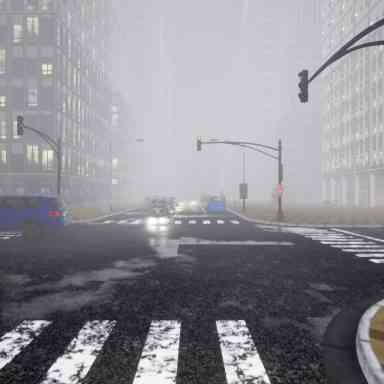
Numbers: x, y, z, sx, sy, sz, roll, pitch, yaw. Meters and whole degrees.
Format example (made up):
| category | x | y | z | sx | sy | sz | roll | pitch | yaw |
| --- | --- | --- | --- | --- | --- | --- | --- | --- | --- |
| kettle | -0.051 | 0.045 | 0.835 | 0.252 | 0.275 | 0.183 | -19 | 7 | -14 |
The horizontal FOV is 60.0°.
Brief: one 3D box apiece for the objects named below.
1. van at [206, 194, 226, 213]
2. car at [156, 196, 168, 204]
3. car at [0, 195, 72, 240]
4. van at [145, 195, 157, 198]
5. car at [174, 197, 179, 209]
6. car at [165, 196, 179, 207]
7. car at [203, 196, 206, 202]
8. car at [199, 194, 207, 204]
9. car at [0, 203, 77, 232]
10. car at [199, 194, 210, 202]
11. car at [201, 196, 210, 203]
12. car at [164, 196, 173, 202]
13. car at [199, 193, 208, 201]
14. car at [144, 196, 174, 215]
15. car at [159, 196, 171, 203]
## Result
| category | x | y | z | sx | sy | sz | roll | pitch | yaw |
| --- | --- | --- | --- | --- | --- | --- | --- | --- | --- |
| van | 2.722 | 1.341 | 35.886 | 1.690 | 1.788 | 3.998 | 0 | 0 | 0 |
| car | -5.639 | 1.564 | 63.618 | 1.947 | 1.339 | 4.313 | 0 | 0 | 0 |
| car | -8.936 | 1.177 | 16.347 | 5.566 | 2.045 | 2.150 | 1 | 0 | -1 |
| van | -5.718 | 1.341 | 47.001 | 1.690 | 1.788 | 3.998 | 0 | 0 | 0 |
| car | -3.148 | 1.547 | 43.054 | 2.033 | 1.411 | 5.357 | 0 | 0 | 0 |
| car | -3.089 | 1.477 | 53.193 | 1.882 | 1.535 | 5.008 | 0 | 0 | 1 |
| car | 2.658 | 1.544 | 41.424 | 1.887 | 1.381 | 4.507 | 0 | 0 | 0 |
| car | 2.742 | 1.313 | 63.578 | 2.192 | 1.841 | 5.009 | 0 | 0 | 0 |
| car | -9.611 | 1.461 | 19.584 | 4.902 | 1.511 | 2.128 | 1 | 0 | -1 |
| car | 2.796 | 1.312 | 74.657 | 2.192 | 1.841 | 5.009 | 0 | 0 | 0 |
| car | 2.768 | 1.542 | 69.117 | 1.887 | 1.381 | 4.507 | 0 | 0 | 0 |
| car | -5.558 | 1.578 | 80.236 | 1.802 | 1.307 | 4.206 | 0 | 0 | 0 |
| car | 2.850 | 1.309 | 85.736 | 2.192 | 1.841 | 5.009 | 0 | 0 | 0 |
| car | -3.204 | 1.491 | 33.268 | 2.128 | 1.511 | 4.902 | 0 | 0 | -1 |
| car | -5.612 | 1.548 | 69.157 | 2.008 | 1.369 | 4.403 | 0 | 0 | 0 |
